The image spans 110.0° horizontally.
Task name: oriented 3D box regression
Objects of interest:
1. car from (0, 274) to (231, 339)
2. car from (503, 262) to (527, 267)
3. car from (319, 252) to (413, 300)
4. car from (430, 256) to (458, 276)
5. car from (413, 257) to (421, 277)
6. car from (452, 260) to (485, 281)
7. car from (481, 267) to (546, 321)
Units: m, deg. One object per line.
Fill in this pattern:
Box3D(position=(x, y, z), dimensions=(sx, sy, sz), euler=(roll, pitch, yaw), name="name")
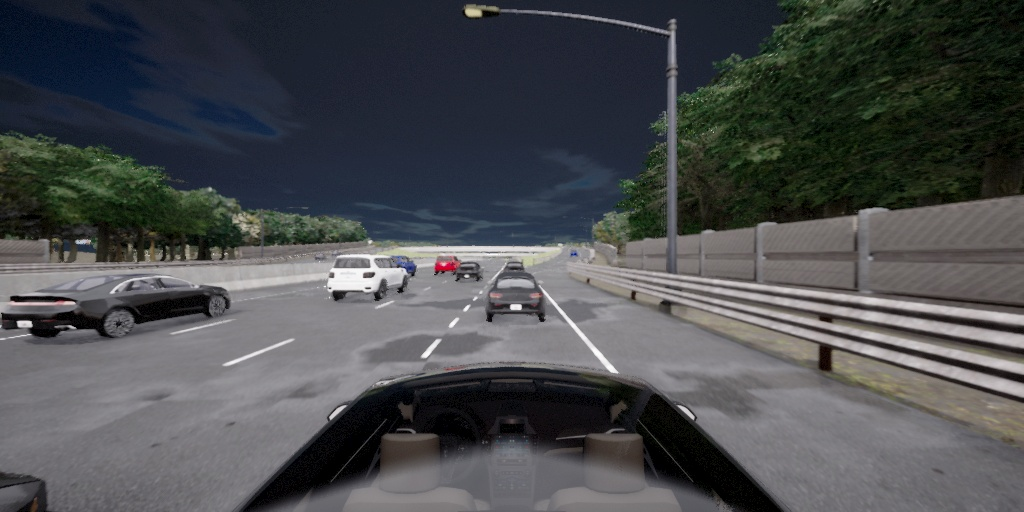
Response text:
Box3D(position=(-10.387, 1.242, 10.075), dimensions=(2.128, 1.511, 4.902), euler=(0, 0, 0), name="car")
Box3D(position=(0.243, 1.257, 30.528), dimensions=(1.837, 1.490, 4.892), euler=(0, 0, 1), name="car")
Box3D(position=(-6.867, 0.973, 17.715), dimensions=(2.150, 2.045, 5.566), euler=(0, 0, 0), name="car")
Box3D(position=(-6.765, 0.975, 38.275), dimensions=(2.150, 2.045, 5.566), euler=(0, 0, 0), name="car")
Box3D(position=(-10.296, 0.975, 32.386), dimensions=(2.150, 2.045, 5.566), euler=(0, 0, 0), name="car")
Box3D(position=(-3.410, 1.257, 29.571), dimensions=(1.837, 1.490, 4.892), euler=(0, 0, 0), name="car")
Box3D(position=(0.118, 1.276, 12.377), dimensions=(1.812, 1.442, 4.674), euler=(0, 0, 0), name="car")
